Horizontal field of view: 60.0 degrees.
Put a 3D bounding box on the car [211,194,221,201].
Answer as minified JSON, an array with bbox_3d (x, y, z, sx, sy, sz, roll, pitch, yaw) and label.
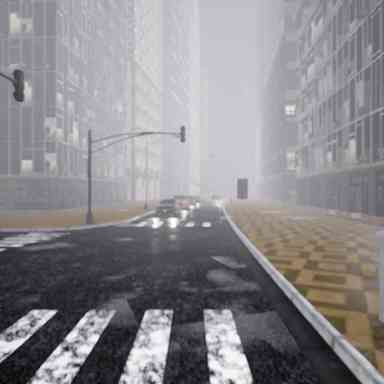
[{"bbox_3d":[5.026,1.065,69.436,2.033,1.411,5.357,0,0,8],"label":"car"}]

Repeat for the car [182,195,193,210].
[{"bbox_3d":[-1.449,1.107,38.940,2.097,1.767,4.553,0,0,5],"label":"car"}]

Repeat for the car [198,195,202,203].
[{"bbox_3d":[0.560,1.213,58.590,1.895,1.301,4.718,0,0,7],"label":"car"}]

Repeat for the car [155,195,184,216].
[{"bbox_3d":[-2.100,1.321,29.825,1.837,1.490,4.892,0,0,4],"label":"car"}]

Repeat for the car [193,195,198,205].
[{"bbox_3d":[-0.563,1.212,48.713,1.812,1.442,4.674,0,0,6],"label":"car"}]
